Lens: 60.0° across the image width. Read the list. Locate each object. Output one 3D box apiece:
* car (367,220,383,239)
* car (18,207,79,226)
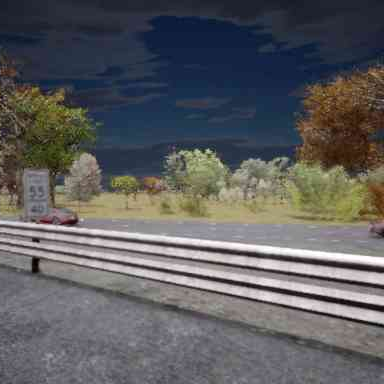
[{"bbox_3d":[11.963,1.813,17.685,4.674,1.442,1.812,0,0,16],"label":"car"},{"bbox_3d":[-10.372,1.774,24.101,4.181,1.385,1.994,0,0,16],"label":"car"}]
